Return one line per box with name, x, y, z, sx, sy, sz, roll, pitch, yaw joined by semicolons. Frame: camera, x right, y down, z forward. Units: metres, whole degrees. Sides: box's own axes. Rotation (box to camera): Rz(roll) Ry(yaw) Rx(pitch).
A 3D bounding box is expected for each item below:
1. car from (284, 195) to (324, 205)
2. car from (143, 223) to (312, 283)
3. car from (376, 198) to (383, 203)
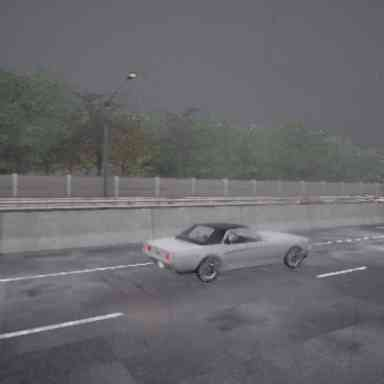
car;12.199;1.113;36.225;4.553;1.767;2.097;0;1;-30
car;1.144;1.524;9.390;4.718;1.301;1.895;0;1;-30
car;26.843;1.255;44.755;5.008;1.535;1.882;0;1;-30
